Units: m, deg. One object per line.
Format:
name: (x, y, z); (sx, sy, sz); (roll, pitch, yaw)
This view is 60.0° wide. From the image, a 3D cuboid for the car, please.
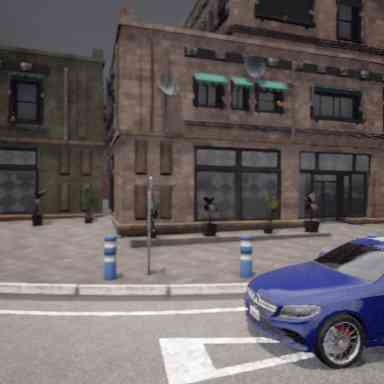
car: (3.177, 1.502, 5.406); (4.674, 1.442, 1.812); (0, 0, -14)
